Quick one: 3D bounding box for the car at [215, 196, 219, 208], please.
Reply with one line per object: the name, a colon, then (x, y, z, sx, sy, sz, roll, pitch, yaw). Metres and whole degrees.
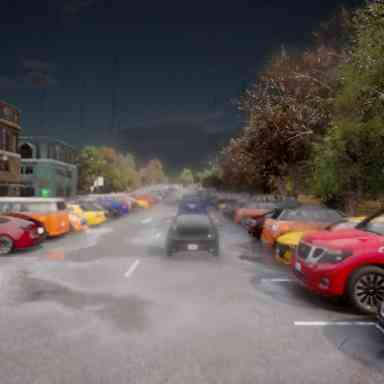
car: (5.049, 1.455, 32.140, 5.008, 1.535, 2.097, 0, 0, 0)

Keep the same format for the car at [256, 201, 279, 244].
car: (5.010, 1.352, 12.647, 4.553, 1.767, 2.185, 0, 0, 0)

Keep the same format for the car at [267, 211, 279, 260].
car: (5.046, 1.479, 9.862, 5.008, 1.535, 2.097, 0, 0, 0)

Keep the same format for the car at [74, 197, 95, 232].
car: (-8.069, 1.348, 18.193, 4.553, 1.767, 2.185, 0, 0, 0)

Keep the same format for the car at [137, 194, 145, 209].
car: (-8.067, 1.320, 37.802, 4.553, 1.767, 2.185, 0, 0, 0)

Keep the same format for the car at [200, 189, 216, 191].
car: (5.235, 0.742, 82.300, 5.366, 1.575, 1.946, 0, 3, 0)

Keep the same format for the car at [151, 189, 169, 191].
car: (-8.063, 0.910, 73.885, 4.553, 1.767, 2.185, 0, 2, 0)

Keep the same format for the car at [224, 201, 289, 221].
car: (5.072, 1.493, 26.573, 4.792, 1.488, 2.163, 0, 0, 0)

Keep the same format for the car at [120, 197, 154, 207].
car: (-8.037, 1.464, 48.810, 4.674, 1.452, 2.002, 0, 0, 0)

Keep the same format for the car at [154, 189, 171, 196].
car: (-7.999, 0.242, 90.592, 4.553, 1.767, 2.185, 0, 3, 0)

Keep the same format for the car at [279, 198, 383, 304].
car: (5.013, 1.228, 7.075, 5.566, 2.045, 2.435, 0, 0, 0)

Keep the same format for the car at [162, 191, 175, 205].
car: (-3.555, 1.236, 57.583, 2.097, 1.767, 4.553, 0, 1, 0)

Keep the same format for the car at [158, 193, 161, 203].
car: (-8.039, 1.395, 54.383, 5.008, 1.535, 2.097, 0, 0, 0)

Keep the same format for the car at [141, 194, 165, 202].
car: (-8.003, 1.211, 68.316, 4.792, 1.488, 2.163, 0, 1, 0)

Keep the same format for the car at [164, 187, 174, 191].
car: (-8.002, 0.380, 85.021, 5.566, 2.045, 2.435, 0, 3, 0)

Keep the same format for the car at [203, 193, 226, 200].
car: (5.043, 1.030, 74.068, 5.008, 1.535, 2.097, 0, 2, 0)

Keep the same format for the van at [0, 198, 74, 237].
van: (-8.155, 1.251, 15.473, 4.442, 1.987, 1.878, 0, 0, 0)

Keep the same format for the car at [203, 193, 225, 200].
car: (5.043, 0.943, 76.857, 5.008, 1.535, 2.097, 0, 2, 0)

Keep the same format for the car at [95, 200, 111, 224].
car: (-8.223, 1.468, 20.977, 5.366, 1.575, 1.946, 0, 0, 0)

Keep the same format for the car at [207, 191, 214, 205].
car: (5.017, 1.183, 43.280, 5.566, 2.045, 2.435, 0, 0, 0)

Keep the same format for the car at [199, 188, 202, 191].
car: (5.053, 0.253, 93.575, 4.674, 1.452, 2.002, 0, 3, 0)

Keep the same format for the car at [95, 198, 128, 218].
car: (-8.042, 1.464, 26.544, 5.008, 1.535, 2.097, 0, 0, 0)

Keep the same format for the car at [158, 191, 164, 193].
car: (-8.001, 1.167, 62.746, 4.553, 1.767, 2.185, 0, 1, 0)

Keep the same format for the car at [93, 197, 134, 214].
car: (-8.031, 1.460, 29.327, 5.008, 1.535, 2.097, 0, 0, 0)

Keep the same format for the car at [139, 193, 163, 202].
car: (-8.001, 1.116, 65.525, 4.553, 1.767, 2.185, 0, 1, 0)

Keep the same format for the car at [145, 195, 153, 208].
car: (-7.850, 1.437, 40.460, 5.366, 1.575, 1.946, 0, 0, 0)

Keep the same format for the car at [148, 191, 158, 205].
car: (-8.006, 1.178, 46.026, 5.566, 2.045, 2.435, 0, 0, 0)

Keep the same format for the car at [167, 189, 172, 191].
car: (-8.037, 0.750, 82.245, 4.892, 1.521, 2.231, 0, 2, 0)

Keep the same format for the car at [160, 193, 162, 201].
car: (-8.039, 1.369, 57.172, 5.008, 1.535, 2.097, 0, 1, 0)

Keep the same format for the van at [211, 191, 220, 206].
van: (4.928, 1.214, 40.495, 4.442, 1.987, 1.878, 0, 0, 0)

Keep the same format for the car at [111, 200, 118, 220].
car: (-8.034, 1.509, 23.760, 4.674, 1.452, 2.002, 0, 0, 0)

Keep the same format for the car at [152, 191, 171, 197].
car: (-8.035, 0.504, 87.823, 5.008, 1.535, 2.097, 0, 3, 0)

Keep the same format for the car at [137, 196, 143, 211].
car: (-8.029, 1.452, 34.894, 4.892, 1.521, 2.231, 0, 0, 0)

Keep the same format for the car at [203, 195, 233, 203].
car: (4.862, 1.286, 62.918, 5.366, 1.575, 1.946, 0, 1, 0)

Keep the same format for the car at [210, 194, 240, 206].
car: (5.077, 1.287, 51.758, 4.553, 1.767, 2.185, 0, 0, 0)

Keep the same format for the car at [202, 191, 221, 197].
car: (5.078, 0.529, 87.884, 4.792, 1.488, 2.163, 0, 3, 0)

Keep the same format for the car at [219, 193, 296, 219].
car: (5.015, 1.217, 23.784, 5.566, 2.045, 2.435, 0, 0, 0)

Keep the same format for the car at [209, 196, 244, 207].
car: (5.040, 1.423, 48.974, 5.008, 1.535, 2.097, 0, 0, 0)

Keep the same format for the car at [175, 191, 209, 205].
car: (0.035, 1.207, 26.973, 2.150, 2.045, 5.566, 0, 0, 1)

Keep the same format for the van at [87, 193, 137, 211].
van: (-7.919, 1.230, 32.110, 4.442, 1.987, 1.878, 0, 0, 0)

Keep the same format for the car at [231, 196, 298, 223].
car: (5.011, 1.345, 21.001, 4.553, 1.767, 2.185, 0, 0, 0)

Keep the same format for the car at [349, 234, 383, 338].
car: (5.047, 1.482, 4.291, 4.892, 1.521, 2.231, 0, 0, 0)

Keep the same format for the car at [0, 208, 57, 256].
car: (-8.067, 1.508, 12.626, 4.792, 1.488, 2.163, 0, 0, 0)

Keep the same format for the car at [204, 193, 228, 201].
car: (5.042, 1.112, 71.152, 4.892, 1.521, 2.231, 0, 2, 0)

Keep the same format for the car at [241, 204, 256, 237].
car: (5.037, 1.476, 15.431, 5.008, 1.535, 2.097, 0, 0, 0)

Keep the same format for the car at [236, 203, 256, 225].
car: (5.045, 1.513, 18.216, 4.674, 1.452, 2.002, 0, 0, 0)

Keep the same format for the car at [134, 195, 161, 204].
car: (-8.030, 1.375, 59.961, 4.674, 1.452, 2.002, 0, 1, 0)

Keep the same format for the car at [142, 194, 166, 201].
car: (-8.061, 1.142, 71.102, 4.792, 1.488, 2.163, 0, 1, 0)

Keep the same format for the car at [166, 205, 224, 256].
car: (0.047, 1.504, 13.082, 1.837, 1.490, 4.892, 0, 0, 1)
